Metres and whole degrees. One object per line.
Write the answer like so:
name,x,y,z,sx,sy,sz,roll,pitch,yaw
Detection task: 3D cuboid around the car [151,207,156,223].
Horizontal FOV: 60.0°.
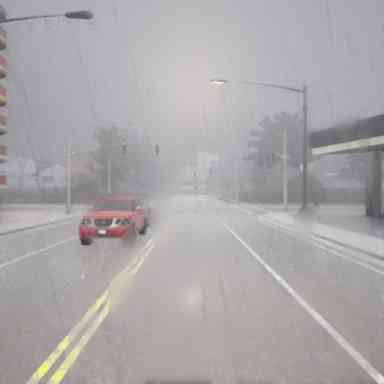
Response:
car,-3.527,1.510,22.478,1.812,1.442,4.674,0,0,1

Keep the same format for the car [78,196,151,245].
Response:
car,-3.491,1.201,15.709,2.150,2.045,5.566,0,0,0
